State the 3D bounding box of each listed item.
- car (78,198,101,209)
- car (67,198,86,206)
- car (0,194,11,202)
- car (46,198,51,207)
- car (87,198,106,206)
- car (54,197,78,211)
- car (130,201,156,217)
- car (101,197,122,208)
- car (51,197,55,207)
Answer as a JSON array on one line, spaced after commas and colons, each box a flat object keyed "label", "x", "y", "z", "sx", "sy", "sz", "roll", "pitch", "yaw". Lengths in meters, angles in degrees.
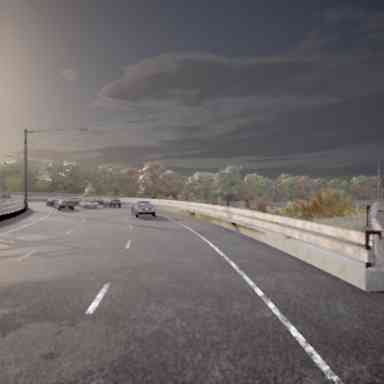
[{"label": "car", "x": -15.165, "y": 1.705, "z": 48.695, "sx": 1.895, "sy": 1.301, "sz": 4.718, "roll": 0, "pitch": 0, "yaw": -28}, {"label": "car", "x": -20.001, "y": 1.737, "z": 57.398, "sx": 1.895, "sy": 1.301, "sz": 4.718, "roll": 0, "pitch": 0, "yaw": -34}, {"label": "car", "x": -47.321, "y": 1.548, "z": 82.950, "sx": 5.566, "sy": 2.045, "sz": 2.150, "roll": 0, "pitch": 0, "yaw": 37}, {"label": "car", "x": -22.977, "y": 1.635, "z": 55.555, "sx": 1.882, "sy": 1.535, "sz": 5.008, "roll": 0, "pitch": 0, "yaw": -34}, {"label": "car", "x": -17.010, "y": 1.718, "z": 59.215, "sx": 1.895, "sy": 1.301, "sz": 4.718, "roll": 0, "pitch": 0, "yaw": -34}, {"label": "car", "x": -16.315, "y": 1.616, "z": 42.881, "sx": 1.837, "sy": 1.490, "sz": 4.892, "roll": 0, "pitch": 0, "yaw": -25}, {"label": "car", "x": -4.667, "y": 1.579, "z": 31.369, "sx": 2.033, "sy": 1.411, "sz": 5.357, "roll": 0, "pitch": 0, "yaw": -17}, {"label": "car", "x": -12.092, "y": 1.588, "z": 50.355, "sx": 1.837, "sy": 1.490, "sz": 4.892, "roll": 0, "pitch": 0, "yaw": -28}, {"label": "car", "x": -18.602, "y": 1.728, "z": 47.717, "sx": 1.895, "sy": 1.301, "sz": 4.718, "roll": 0, "pitch": 0, "yaw": -28}]
